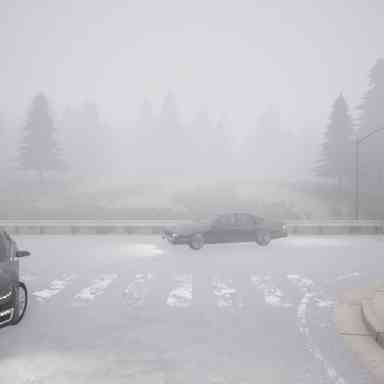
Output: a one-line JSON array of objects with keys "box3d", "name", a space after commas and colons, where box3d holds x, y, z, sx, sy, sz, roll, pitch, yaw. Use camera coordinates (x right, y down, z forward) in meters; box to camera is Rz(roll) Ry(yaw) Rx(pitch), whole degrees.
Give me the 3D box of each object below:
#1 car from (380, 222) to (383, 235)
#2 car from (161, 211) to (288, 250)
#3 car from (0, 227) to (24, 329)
[{"box3d": [11.236, 1.491, 15.115, 4.902, 1.511, 2.128, 0, 0, 0], "name": "car"}, {"box3d": [1.457, 1.547, 14.235, 5.357, 1.411, 2.033, 0, 0, -20], "name": "car"}, {"box3d": [-4.458, 1.505, 6.593, 1.837, 1.490, 4.892, 0, 0, -28], "name": "car"}]
